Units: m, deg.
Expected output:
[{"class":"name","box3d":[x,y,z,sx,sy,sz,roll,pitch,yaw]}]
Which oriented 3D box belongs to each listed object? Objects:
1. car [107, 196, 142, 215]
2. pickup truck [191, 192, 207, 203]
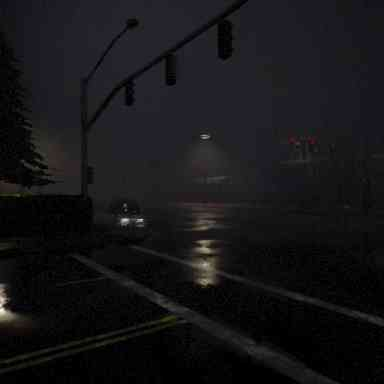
[{"class":"car","box3d":[-6.814,1.332,33.523,2.097,1.767,4.553,0,-1,-36]},{"class":"pickup truck","box3d":[1.263,1.022,62.527,2.390,2.098,6.274,0,0,-6]}]
